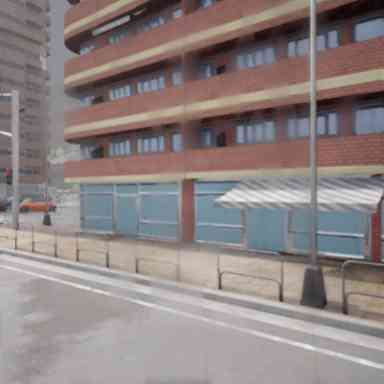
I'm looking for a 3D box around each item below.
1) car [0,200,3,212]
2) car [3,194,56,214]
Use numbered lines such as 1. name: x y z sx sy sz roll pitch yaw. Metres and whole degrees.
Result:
1. car: -19.349 1.227 37.443 2.150 2.045 5.566 0 0 36
2. car: -16.784 1.358 35.019 2.097 1.767 4.553 0 0 36
